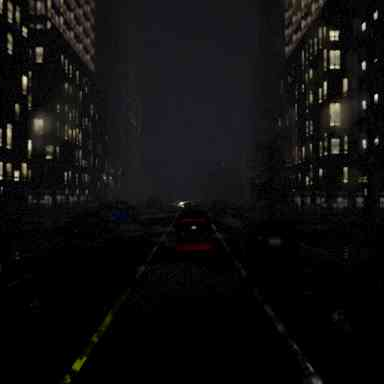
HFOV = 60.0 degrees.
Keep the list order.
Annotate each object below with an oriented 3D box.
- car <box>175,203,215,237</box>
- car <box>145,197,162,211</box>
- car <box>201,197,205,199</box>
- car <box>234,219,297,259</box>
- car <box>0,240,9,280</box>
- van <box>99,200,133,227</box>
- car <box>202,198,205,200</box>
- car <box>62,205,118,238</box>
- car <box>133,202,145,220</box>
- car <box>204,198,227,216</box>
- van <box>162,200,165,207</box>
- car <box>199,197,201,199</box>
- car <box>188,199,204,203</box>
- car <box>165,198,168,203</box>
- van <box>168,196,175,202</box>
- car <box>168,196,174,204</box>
[{"bbox_3d":[0.086,1.612,18.852,1.882,1.535,5.008,0,0,0],"label":"car"},{"bbox_3d":[-5.723,1.765,46.947,1.967,1.590,4.097,0,0,0],"label":"car"},{"bbox_3d":[2.653,1.889,52.801,1.752,1.417,4.829,0,0,0],"label":"car"},{"bbox_3d":[2.684,1.658,12.789,1.947,1.339,4.313,0,0,0],"label":"car"},{"bbox_3d":[-5.693,1.603,7.103,2.008,1.369,4.403,0,0,0],"label":"car"},{"bbox_3d":[-5.705,1.513,24.181,1.690,1.788,3.998,0,0,0],"label":"van"},{"bbox_3d":[2.657,1.907,46.939,1.802,1.307,4.206,0,0,0],"label":"car"},{"bbox_3d":[-5.701,1.677,18.487,1.887,1.381,4.507,0,0,0],"label":"car"},{"bbox_3d":[-5.710,1.793,29.871,1.802,1.307,4.206,0,0,0],"label":"car"},{"bbox_3d":[2.667,1.689,35.556,1.967,1.590,4.097,0,0,0],"label":"car"},{"bbox_3d":[-5.726,1.704,52.641,1.690,1.788,3.998,0,0,0],"label":"van"},{"bbox_3d":[2.632,1.988,81.091,1.967,1.590,4.097,0,0,0],"label":"car"},{"bbox_3d":[0.071,1.820,36.615,1.994,1.385,4.181,0,0,0],"label":"car"},{"bbox_3d":[-5.732,1.966,58.332,1.947,1.339,4.313,0,0,0],"label":"car"},{"bbox_3d":[-5.757,1.962,92.485,1.690,1.788,3.998,0,0,0],"label":"van"},{"bbox_3d":[-5.749,2.072,80.929,1.752,1.417,4.829,0,0,0],"label":"car"}]
